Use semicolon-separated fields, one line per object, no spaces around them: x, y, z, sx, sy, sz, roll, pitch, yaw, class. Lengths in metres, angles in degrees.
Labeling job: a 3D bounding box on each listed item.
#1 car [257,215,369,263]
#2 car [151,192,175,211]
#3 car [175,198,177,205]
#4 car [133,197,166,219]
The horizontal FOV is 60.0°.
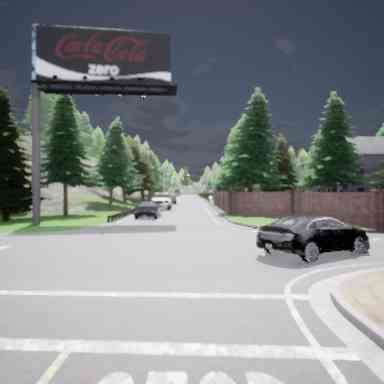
4.603;1.604;12.383;4.902;1.511;2.128;1;-1;-33;car
-3.595;1.065;39.347;2.150;2.045;5.566;0;0;0;car
-3.542;1.347;54.123;1.994;1.385;4.181;0;0;2;car
-3.596;1.436;27.894;2.033;1.411;5.357;0;0;0;car
